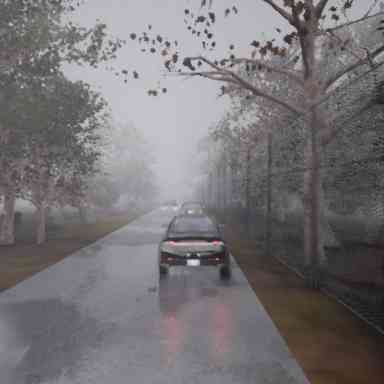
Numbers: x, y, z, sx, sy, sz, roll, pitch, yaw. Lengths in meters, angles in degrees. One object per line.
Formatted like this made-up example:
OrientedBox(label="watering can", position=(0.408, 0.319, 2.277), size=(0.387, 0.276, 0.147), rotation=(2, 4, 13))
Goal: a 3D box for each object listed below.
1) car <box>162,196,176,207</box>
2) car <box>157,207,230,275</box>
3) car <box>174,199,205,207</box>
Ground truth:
OrientedBox(label="car", position=(-3.030, 1.280, 46.289), size=(1.837, 1.490, 4.892), rotation=(0, 0, 0))
OrientedBox(label="car", position=(0.046, 1.423, 10.203), size=(2.128, 1.511, 4.902), rotation=(0, 0, 0))
OrientedBox(label="car", position=(-0.004, 1.378, 25.244), size=(2.033, 1.411, 5.357), rotation=(0, 0, 0))
